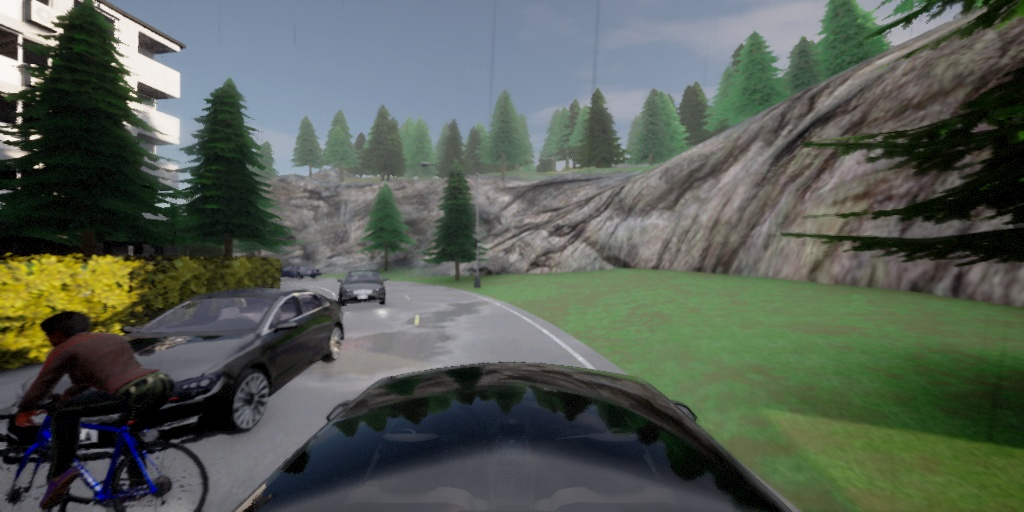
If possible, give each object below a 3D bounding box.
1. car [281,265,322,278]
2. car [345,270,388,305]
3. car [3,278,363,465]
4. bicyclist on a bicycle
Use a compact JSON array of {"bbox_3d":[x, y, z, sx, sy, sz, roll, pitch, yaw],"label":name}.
[{"bbox_3d":[-22.695,1.678,37.843,5.357,1.411,2.033,0,-1,19],"label":"car"},{"bbox_3d":[-6.874,1.390,16.566,2.128,1.511,4.902,0,-1,-22],"label":"car"},{"bbox_3d":[-4.109,1.287,5.497,2.128,1.511,4.902,0,0,-8],"label":"car"},{"bbox_3d":[-3.028,1.221,2.572,1.656,1.620,0.582,-1,0,-2],"label":"bicyclist on a bicycle"}]
